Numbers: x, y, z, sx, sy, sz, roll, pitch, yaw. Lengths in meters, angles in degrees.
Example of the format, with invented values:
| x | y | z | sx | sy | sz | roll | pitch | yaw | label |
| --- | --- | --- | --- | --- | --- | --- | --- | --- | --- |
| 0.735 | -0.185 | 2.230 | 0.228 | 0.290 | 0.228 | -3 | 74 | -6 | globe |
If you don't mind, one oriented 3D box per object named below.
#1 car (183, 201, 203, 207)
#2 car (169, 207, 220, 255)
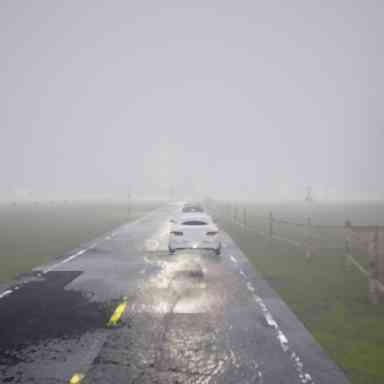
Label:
| x | y | z | sx | sy | sz | roll | pitch | yaw | label |
| --- | --- | --- | --- | --- | --- | --- | --- | --- | --- |
| 0.096 | 1.560 | 31.217 | 1.994 | 1.385 | 4.181 | 0 | 0 | 0 | car |
| 0.086 | 1.525 | 13.229 | 1.812 | 1.442 | 4.674 | 0 | 0 | 0 | car |
